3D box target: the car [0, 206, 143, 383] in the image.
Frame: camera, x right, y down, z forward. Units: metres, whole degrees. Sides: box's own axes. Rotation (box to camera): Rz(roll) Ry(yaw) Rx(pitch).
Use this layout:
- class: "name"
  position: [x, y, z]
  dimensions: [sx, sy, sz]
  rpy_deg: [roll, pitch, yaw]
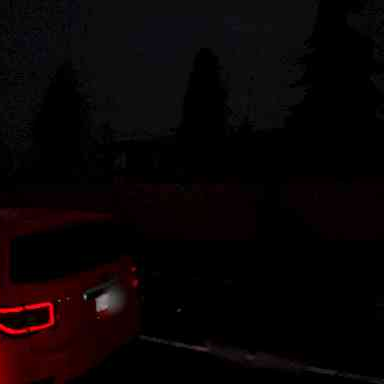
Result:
- class: "car"
  position: [-3.354, 1.224, 4.565]
  dimensions: [5.566, 2.045, 2.150]
  rpy_deg: [0, 0, 24]
